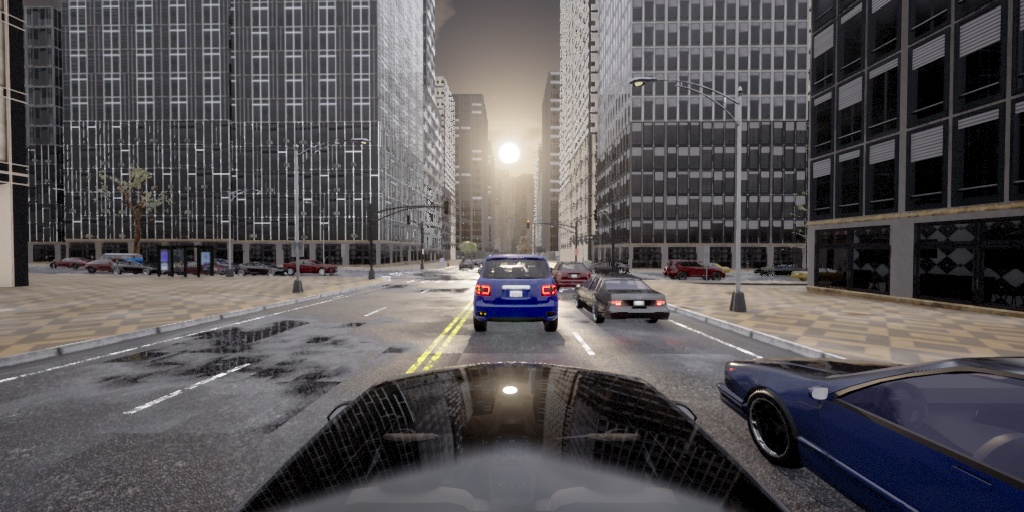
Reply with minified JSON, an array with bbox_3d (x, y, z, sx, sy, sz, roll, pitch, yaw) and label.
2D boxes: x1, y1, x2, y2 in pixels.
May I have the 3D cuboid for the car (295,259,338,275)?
[{"bbox_3d":[-19.767,1.066,35.228,5.008,1.535,1.882,1,1,0],"label":"car"}]

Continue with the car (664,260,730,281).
[{"bbox_3d":[16.192,1.267,32.052,5.009,1.841,2.192,0,0,1],"label":"car"}]

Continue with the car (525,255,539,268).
[{"bbox_3d":[3.324,0.926,60.506,2.150,2.045,5.566,0,0,0],"label":"car"}]

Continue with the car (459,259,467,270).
[{"bbox_3d":[-6.602,1.217,52.457,1.837,1.490,4.892,0,0,-1],"label":"car"}]

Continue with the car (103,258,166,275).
[{"bbox_3d":[-34.097,1.067,32.887,4.313,1.339,1.948,0,0,1],"label":"car"}]

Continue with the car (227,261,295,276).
[{"bbox_3d":[-22.733,1.172,32.580,4.313,1.339,1.948,0,0,1],"label":"car"}]

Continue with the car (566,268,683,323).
[{"bbox_3d":[3.350,1.292,11.993,2.033,1.411,5.357,0,0,0],"label":"car"}]

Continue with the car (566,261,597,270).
[{"bbox_3d":[3.348,1.091,21.400,2.097,1.767,4.553,0,0,0],"label":"car"}]

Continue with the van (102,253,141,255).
[{"bbox_3d":[-45.288,0.602,41.547,3.998,1.789,1.690,0,0,1],"label":"van"}]

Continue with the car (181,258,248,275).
[{"bbox_3d":[-29.269,0.994,35.422,4.902,1.511,2.128,1,1,1],"label":"car"}]

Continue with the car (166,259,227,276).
[{"bbox_3d":[-28.417,1.136,32.713,4.207,1.307,1.802,0,0,1],"label":"car"}]

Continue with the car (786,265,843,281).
[{"bbox_3d":[27.641,1.577,31.855,4.829,1.417,1.751,0,0,1],"label":"car"}]

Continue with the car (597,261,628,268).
[{"bbox_3d":[9.840,1.307,37.936,4.892,1.490,1.837,1,1,1],"label":"car"}]

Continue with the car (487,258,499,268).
[{"bbox_3d":[-3.319,1.178,62.961,1.882,1.535,5.008,0,0,0],"label":"car"}]

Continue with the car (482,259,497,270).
[{"bbox_3d":[-3.337,1.189,53.348,1.882,1.535,5.008,0,0,0],"label":"car"}]

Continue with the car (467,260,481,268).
[{"bbox_3d":[-6.571,1.301,62.760,1.895,1.301,4.718,0,0,0],"label":"car"}]

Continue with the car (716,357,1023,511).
[{"bbox_3d":[3.350,1.297,1.813,2.033,1.411,5.357,0,0,1],"label":"car"}]

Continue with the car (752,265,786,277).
[{"bbox_3d":[28.139,1.564,37.624,4.718,1.301,1.895,1,1,1],"label":"car"}]

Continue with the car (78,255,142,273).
[{"bbox_3d":[-39.541,0.935,35.635,4.674,1.442,1.812,1,1,1],"label":"car"}]

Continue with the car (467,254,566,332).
[{"bbox_3d":[0.097,0.967,10.990,2.150,2.045,5.566,0,0,0],"label":"car"}]
